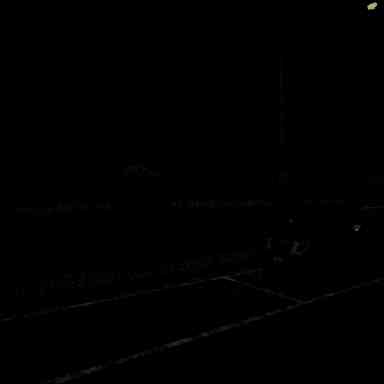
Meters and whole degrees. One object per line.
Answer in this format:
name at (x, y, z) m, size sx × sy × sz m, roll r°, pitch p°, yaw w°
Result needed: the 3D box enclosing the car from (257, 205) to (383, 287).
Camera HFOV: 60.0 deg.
car at (4.124, 1.313, 9.478) m, size 5.009 × 1.841 × 2.192 m, roll 0°, pitch 0°, yaw -36°
